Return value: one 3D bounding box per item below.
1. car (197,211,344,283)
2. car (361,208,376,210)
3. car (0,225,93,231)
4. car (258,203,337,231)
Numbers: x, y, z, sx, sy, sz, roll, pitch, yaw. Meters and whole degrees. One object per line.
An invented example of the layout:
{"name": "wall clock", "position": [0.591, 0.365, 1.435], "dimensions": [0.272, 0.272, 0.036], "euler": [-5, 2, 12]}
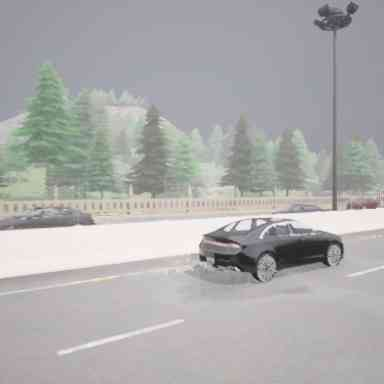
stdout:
{"name": "car", "position": [2.446, 1.476, 9.629], "dimensions": [4.902, 1.511, 2.128], "euler": [0, 0, -35]}
{"name": "car", "position": [20.356, 1.417, 39.429], "dimensions": [5.008, 1.535, 1.882], "euler": [0, 0, -35]}
{"name": "car", "position": [-7.185, 1.464, 15.950], "dimensions": [4.902, 1.511, 2.128], "euler": [0, 0, -35]}
{"name": "car", "position": [6.893, 1.513, 21.514], "dimensions": [5.357, 1.411, 2.033], "euler": [0, 0, -35]}
